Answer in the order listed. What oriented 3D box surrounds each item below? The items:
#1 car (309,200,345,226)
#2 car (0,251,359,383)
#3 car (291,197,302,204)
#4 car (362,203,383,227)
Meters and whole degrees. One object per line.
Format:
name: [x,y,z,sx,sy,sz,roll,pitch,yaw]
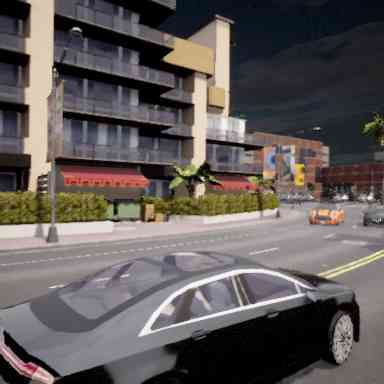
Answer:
car: [10.764,1.664,26.391,2.097,1.767,4.553,0,-1,31]
car: [0.276,1.527,4.195,4.902,1.511,2.128,1,0,-38]
car: [19.783,1.922,65.885,1.994,1.385,4.181,1,-1,-22]
car: [14.220,1.840,25.299,1.837,1.490,4.892,1,0,31]
